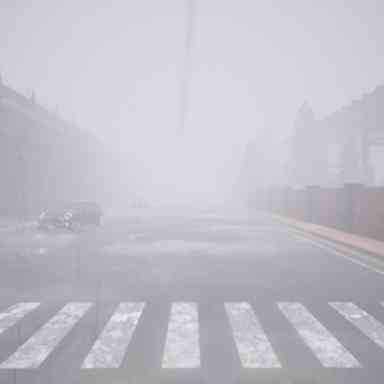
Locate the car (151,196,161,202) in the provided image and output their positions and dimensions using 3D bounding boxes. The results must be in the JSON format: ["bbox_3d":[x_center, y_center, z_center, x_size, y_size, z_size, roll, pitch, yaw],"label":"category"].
[{"bbox_3d":[-7.719,1.486,70.821,1.994,1.385,4.181,0,0,-1],"label":"car"}]

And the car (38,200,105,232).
[{"bbox_3d":[-7.112,1.298,20.050,2.097,1.767,4.553,-1,0,11],"label":"car"}]

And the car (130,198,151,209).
[{"bbox_3d":[-7.208,1.507,45.321,2.033,1.411,5.357,0,0,-1],"label":"car"}]
